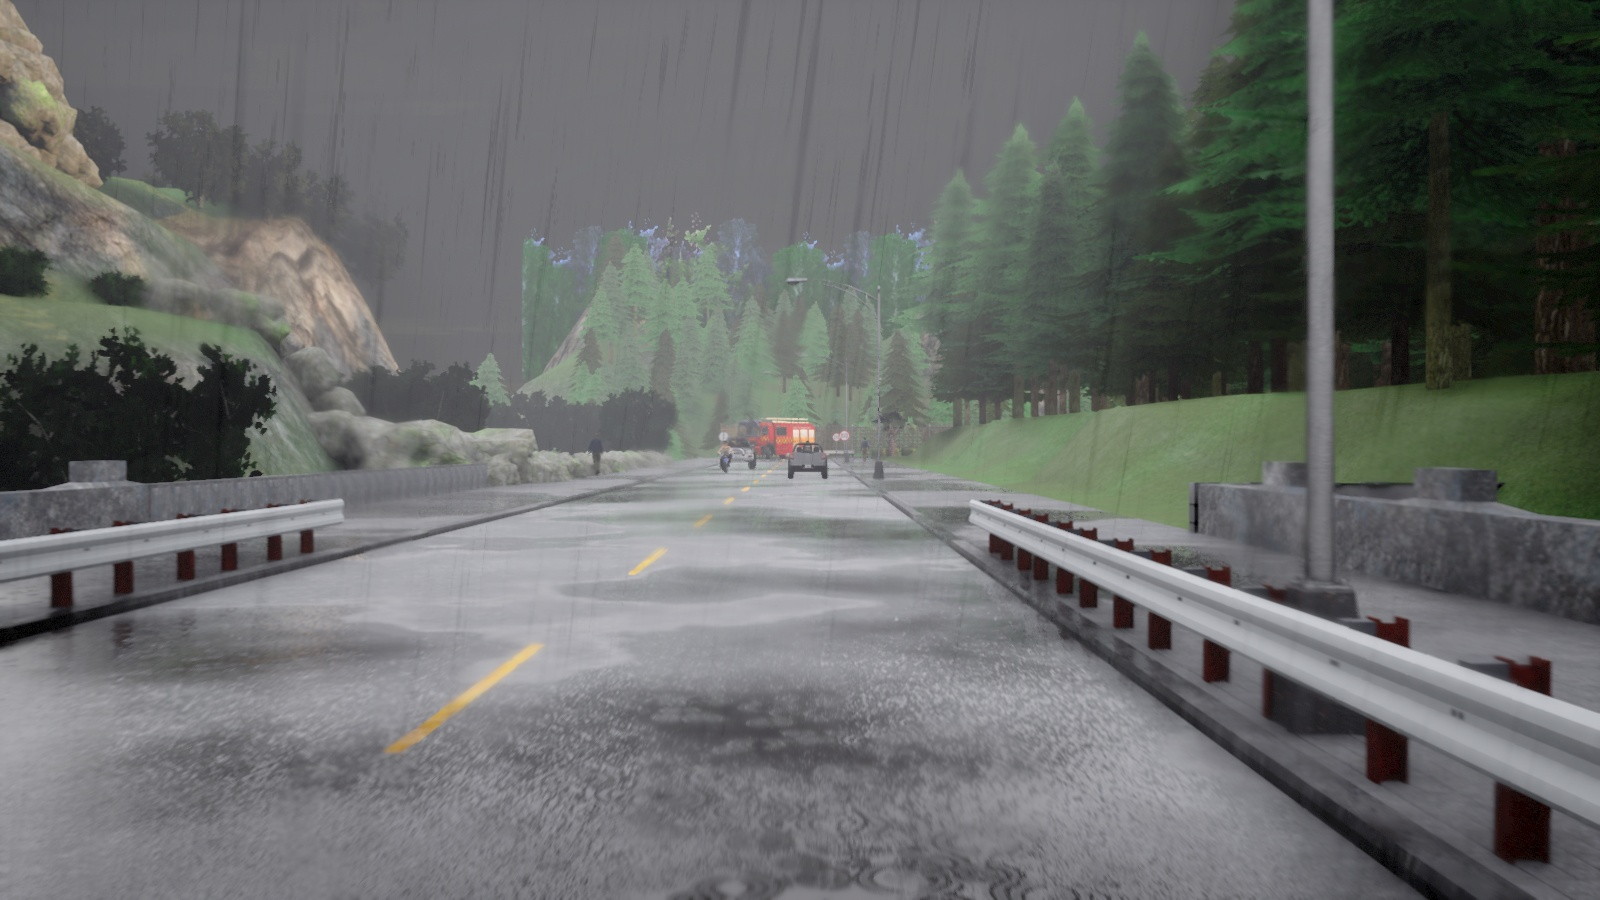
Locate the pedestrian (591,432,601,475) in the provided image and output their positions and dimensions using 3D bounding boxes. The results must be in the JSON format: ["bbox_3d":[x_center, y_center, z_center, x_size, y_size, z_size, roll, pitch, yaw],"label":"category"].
[{"bbox_3d":[-8.833,0.143,54.379,0.402,1.842,0.726,0,0,-7],"label":"pedestrian"}]

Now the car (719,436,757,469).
[{"bbox_3d":[-3.561,0.152,72.438,1.932,1.855,4.605,0,0,0],"label":"car"}]

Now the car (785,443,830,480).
[{"bbox_3d":[0.330,0.459,53.594,1.845,1.501,3.633,0,0,0],"label":"car"}]
